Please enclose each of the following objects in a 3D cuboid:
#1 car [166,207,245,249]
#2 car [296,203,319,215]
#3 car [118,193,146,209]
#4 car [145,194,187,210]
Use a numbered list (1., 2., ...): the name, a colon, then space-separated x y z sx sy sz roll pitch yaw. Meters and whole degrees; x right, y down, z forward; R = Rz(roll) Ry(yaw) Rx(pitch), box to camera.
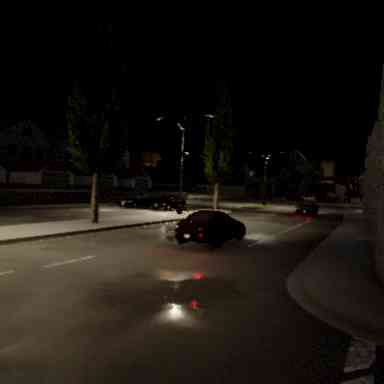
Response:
1. car: 0.916 1.566 15.122 1.812 1.442 4.674 3 1 29
2. car: 13.388 1.870 38.380 1.895 1.301 4.718 3 1 28
3. car: -5.632 0.908 34.788 2.128 1.511 4.902 3 1 28
4. car: -2.293 1.105 33.608 1.837 1.490 4.892 3 1 28
